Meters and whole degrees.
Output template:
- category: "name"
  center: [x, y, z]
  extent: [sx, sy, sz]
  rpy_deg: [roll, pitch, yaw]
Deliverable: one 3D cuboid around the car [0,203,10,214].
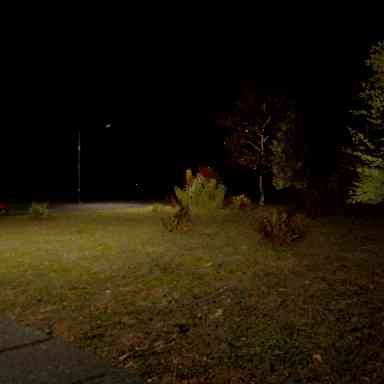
- category: "car"
  center: [-19.827, 1.430, 31.255]
  extent: [1.895, 1.301, 4.718]
  rpy_deg: [2, 2, 40]
